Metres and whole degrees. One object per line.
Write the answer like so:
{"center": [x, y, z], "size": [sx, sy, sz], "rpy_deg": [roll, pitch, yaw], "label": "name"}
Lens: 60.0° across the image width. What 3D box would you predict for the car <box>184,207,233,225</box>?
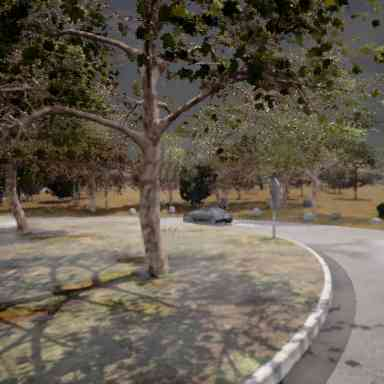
{"center": [1.244, 1.869, 27.004], "size": [1.994, 1.385, 4.181], "rpy_deg": [1, -1, -45], "label": "car"}
